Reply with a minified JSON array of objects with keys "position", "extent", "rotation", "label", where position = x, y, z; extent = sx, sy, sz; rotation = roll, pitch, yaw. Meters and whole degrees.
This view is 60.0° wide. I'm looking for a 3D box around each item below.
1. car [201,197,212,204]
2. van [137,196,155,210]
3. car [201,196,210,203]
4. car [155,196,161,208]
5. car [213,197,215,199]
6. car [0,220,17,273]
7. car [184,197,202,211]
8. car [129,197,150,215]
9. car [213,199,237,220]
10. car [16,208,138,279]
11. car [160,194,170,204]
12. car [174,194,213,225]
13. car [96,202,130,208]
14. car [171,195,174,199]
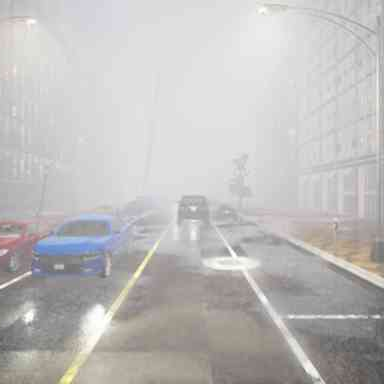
[{"position":[2.689,1.550,61.811],"extent":[1.802,1.307,4.206],"rotation":[0,0,0],"label":"car"},{"position":[-5.689,1.326,39.057],"extent":[1.690,1.788,3.998],"rotation":[0,0,0],"label":"van"},{"position":[2.688,1.488,67.674],"extent":[1.752,1.417,4.829],"rotation":[0,0,0],"label":"car"},{"position":[-5.691,1.563,44.749],"extent":[1.802,1.307,4.206],"rotation":[0,0,0],"label":"car"},{"position":[2.690,1.418,50.427],"extent":[1.967,1.590,4.097],"rotation":[0,0,0],"label":"car"},{"position":[-5.687,1.579,10.594],"extent":[1.802,1.307,4.206],"rotation":[0,0,0],"label":"car"},{"position":[0.096,1.476,41.462],"extent":[2.128,1.511,4.902],"rotation":[0,0,0],"label":"car"},{"position":[-5.690,1.533,33.364],"extent":[1.887,1.381,4.507],"rotation":[0,0,0],"label":"car"},{"position":[2.691,1.558,27.660],"extent":[1.947,1.339,4.313],"rotation":[0,0,0],"label":"car"},{"position":[-3.099,1.475,10.271],"extent":[1.882,1.535,5.008],"rotation":[0,0,0],"label":"car"},{"position":[-5.691,1.408,61.825],"extent":[1.967,1.590,4.097],"rotation":[0,0,0],"label":"car"},{"position":[0.098,1.213,23.946],"extent":[2.150,2.045,5.566],"rotation":[0,0,0],"label":"car"},{"position":[-5.689,1.544,21.980],"extent":[2.008,1.369,4.403],"rotation":[0,0,0],"label":"car"},{"position":[-5.693,1.523,73.210],"extent":[1.947,1.339,4.313],"rotation":[0,0,0],"label":"car"}]
